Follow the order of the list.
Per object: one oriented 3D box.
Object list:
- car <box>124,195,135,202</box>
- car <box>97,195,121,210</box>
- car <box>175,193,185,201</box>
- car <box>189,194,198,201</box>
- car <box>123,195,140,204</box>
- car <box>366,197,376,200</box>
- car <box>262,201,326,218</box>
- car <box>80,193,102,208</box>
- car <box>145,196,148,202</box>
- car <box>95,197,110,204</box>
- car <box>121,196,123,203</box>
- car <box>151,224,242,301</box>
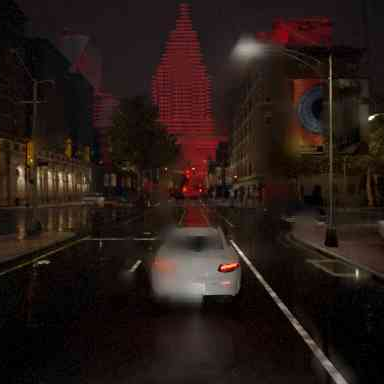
[{"bbox_3d":[-14.672,1.500,78.445,1.837,1.490,4.892,0,0,0],"label":"car"},{"bbox_3d":[-10.782,1.477,43.460,1.882,1.535,5.008,0,0,-9],"label":"car"},{"bbox_3d":[-3.138,1.218,86.529,2.150,2.045,5.566,0,0,0],"label":"car"},{"bbox_3d":[0.362,1.493,86.484,1.837,1.490,4.892,0,0,0],"label":"car"},{"bbox_3d":[-11.285,1.477,63.615,1.882,1.535,5.008,0,0,1],"label":"car"},{"bbox_3d":[34.730,1.481,68.120,2.231,1.521,4.892,0,0,0],"label":"car"},{"bbox_3d":[9.078,1.547,29.929,5.357,1.411,2.033,0,0,0],"label":"car"},{"bbox_3d":[-14.888,1.221,49.828,2.150,2.045,5.566,0,0,0],"label":"car"},{"bbox_3d":[-11.180,1.540,76.437,2.033,1.411,5.357,0,0,0],"label":"car"},{"bbox_3d":[-17.970,1.595,66.948,1.895,1.301,4.718,0,0,0],"label":"car"},{"bbox_3d":[-14.718,1.548,67.935,2.033,1.411,5.357,0,0,0],"label":"car"},{"bbox_3d":[0.110,1.526,8.204,1.812,1.442,4.674,0,0,1],"label":"car"}]
